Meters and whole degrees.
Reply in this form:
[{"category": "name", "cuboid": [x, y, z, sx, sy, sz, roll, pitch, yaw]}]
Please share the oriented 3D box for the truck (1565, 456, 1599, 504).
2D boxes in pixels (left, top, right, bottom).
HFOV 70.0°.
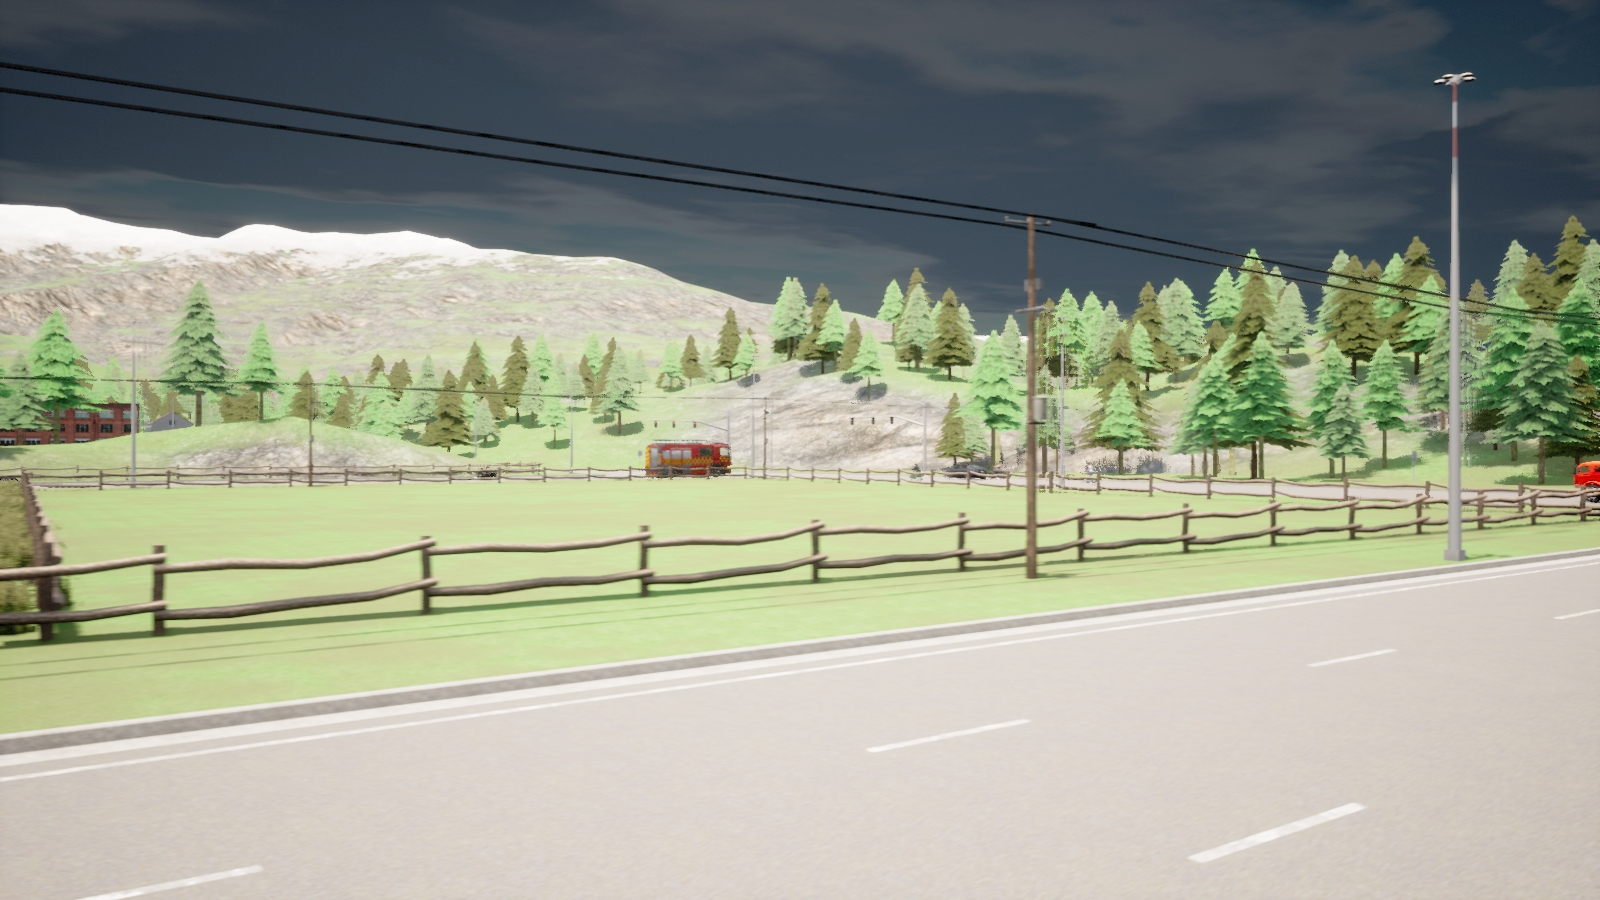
[{"category": "truck", "cuboid": [43.392, 1.569, 59.535, 2.627, 2.467, 5.204, 0, 0, -27]}]
